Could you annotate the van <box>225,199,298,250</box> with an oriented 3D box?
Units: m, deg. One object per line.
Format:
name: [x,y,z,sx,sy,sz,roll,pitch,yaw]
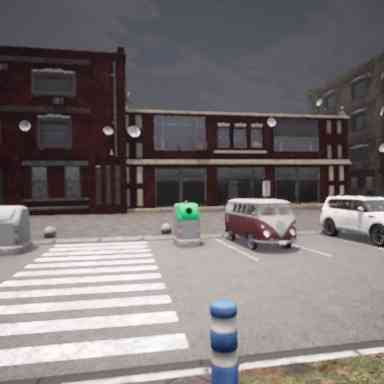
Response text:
van: [2.859,1.275,14.260,1.878,1.987,4.442,0,0,-11]

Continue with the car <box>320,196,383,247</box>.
car: [8.244,1.215,15.439,2.435,2.045,5.566,0,0,-11]
